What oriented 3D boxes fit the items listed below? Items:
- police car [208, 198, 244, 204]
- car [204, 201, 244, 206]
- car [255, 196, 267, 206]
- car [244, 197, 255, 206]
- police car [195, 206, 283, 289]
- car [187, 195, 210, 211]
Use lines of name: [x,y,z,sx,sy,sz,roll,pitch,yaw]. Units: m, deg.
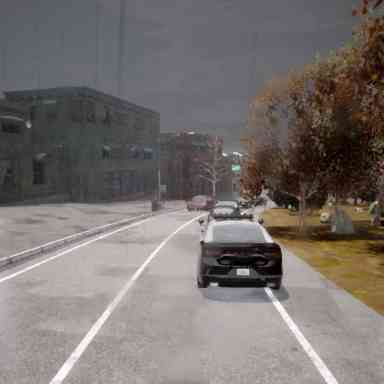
police car: [2.673,1.356,24.940,1.930,1.638,5.238,1,0,9]
car: [1.841,1.478,18.996,1.812,1.442,4.674,1,0,6]
car: [11.248,1.452,55.795,1.837,1.490,4.892,3,1,26]
car: [6.747,1.488,44.536,1.895,1.301,4.718,2,0,20]
police car: [1.129,1.405,9.294,1.930,1.638,5.238,0,0,2]
car: [0.931,1.162,35.988,2.097,1.767,4.553,1,1,15]
